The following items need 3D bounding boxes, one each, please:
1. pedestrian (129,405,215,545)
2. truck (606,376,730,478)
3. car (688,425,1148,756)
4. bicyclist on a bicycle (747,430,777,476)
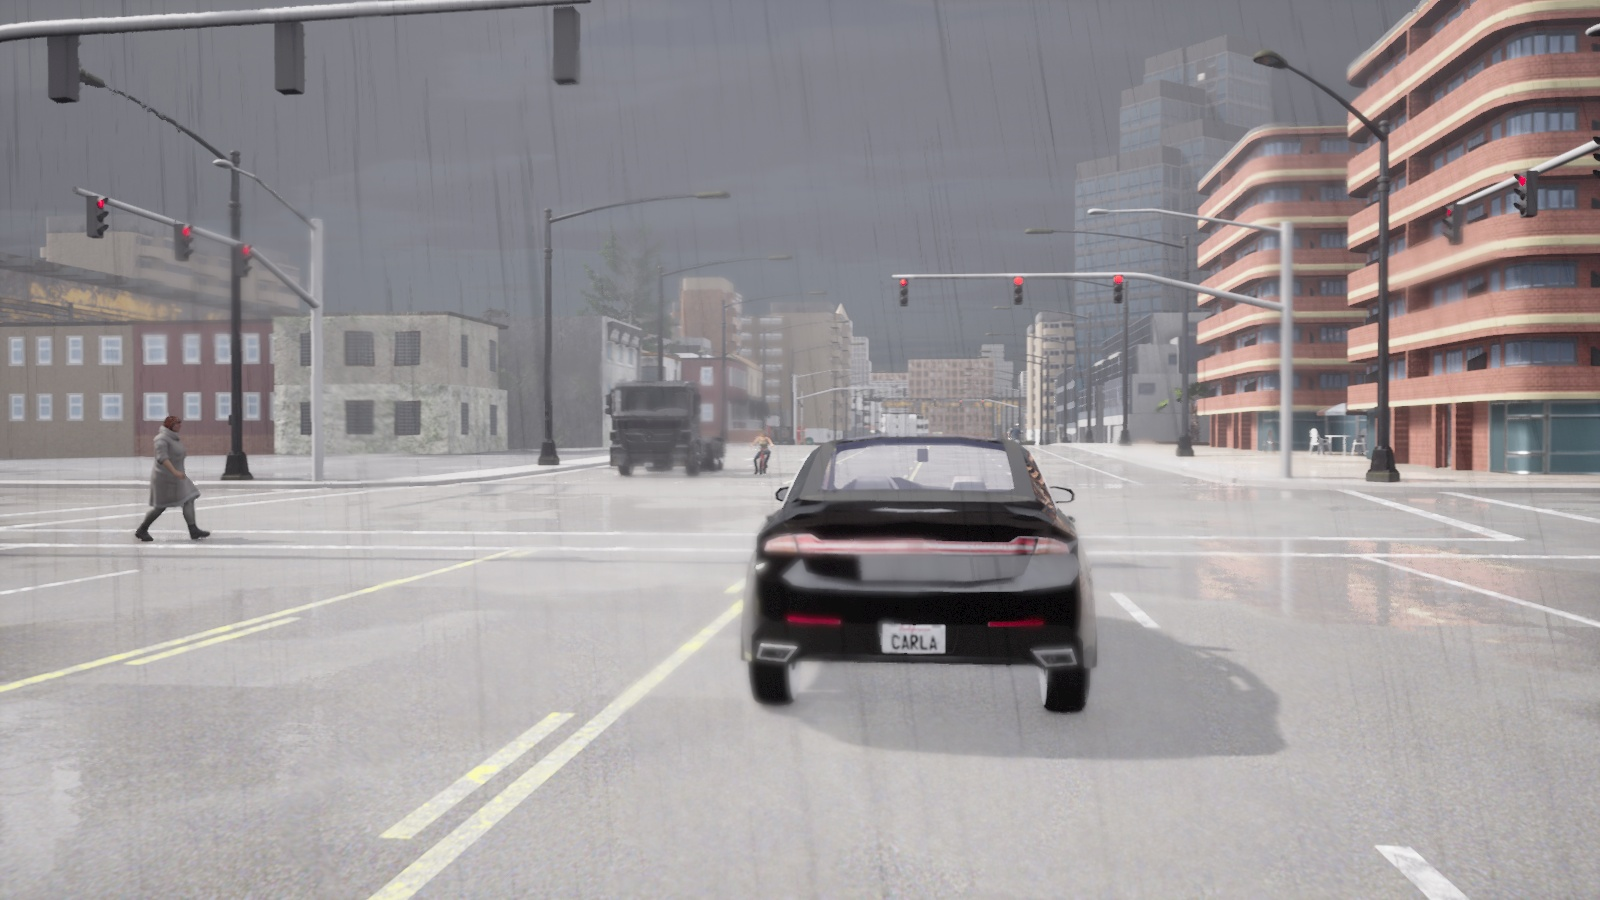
[{"bbox_3d":[-8.935,0.346,17.892,0.873,1.952,0.659,0,1,3],"label":"pedestrian"},{"bbox_3d":[-4.694,-0.867,46.482,2.891,3.462,7.936,0,1,7],"label":"truck"},{"bbox_3d":[0.798,0.614,8.278,2.128,1.511,4.902,0,1,6],"label":"car"},{"bbox_3d":[-1.353,0.081,44.918,0.866,1.612,1.509,0,1,7],"label":"bicyclist on a bicycle"}]
